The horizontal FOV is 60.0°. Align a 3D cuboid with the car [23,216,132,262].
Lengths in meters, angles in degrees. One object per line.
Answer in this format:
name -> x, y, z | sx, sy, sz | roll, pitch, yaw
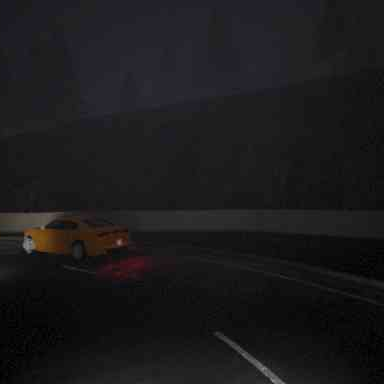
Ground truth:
car -> -4.622, 1.678, 13.081 | 5.008, 1.535, 1.882 | -2, -1, 34
